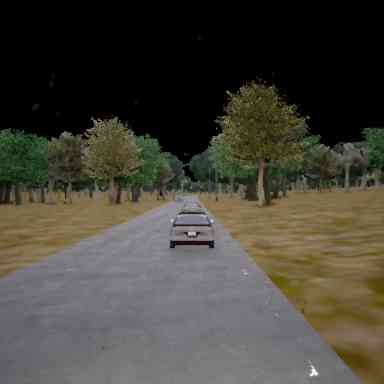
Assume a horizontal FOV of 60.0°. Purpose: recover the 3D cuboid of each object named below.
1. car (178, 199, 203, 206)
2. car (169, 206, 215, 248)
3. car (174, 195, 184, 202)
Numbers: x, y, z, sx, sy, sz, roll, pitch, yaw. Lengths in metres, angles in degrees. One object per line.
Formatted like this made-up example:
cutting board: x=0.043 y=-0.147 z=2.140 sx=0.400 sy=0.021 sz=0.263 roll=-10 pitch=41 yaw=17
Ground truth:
car: x=0.000 y=1.579 z=29.614 sx=1.994 sy=1.385 sz=4.181 roll=0 pitch=0 yaw=0
car: x=0.000 y=1.561 z=14.612 sx=2.033 sy=1.411 sz=5.357 roll=0 pitch=0 yaw=0
car: x=-2.999 y=1.426 z=76.487 sx=2.097 sy=1.767 sz=4.553 roll=0 pitch=0 yaw=0
